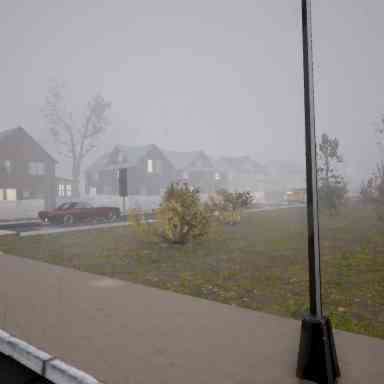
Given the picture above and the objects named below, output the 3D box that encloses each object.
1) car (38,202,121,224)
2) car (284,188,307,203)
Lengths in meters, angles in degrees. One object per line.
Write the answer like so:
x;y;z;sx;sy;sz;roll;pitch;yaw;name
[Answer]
-6.740;1.252;20.469;1.895;1.301;4.718;-2;-1;43;car
13.949;0.593;42.280;1.882;1.535;5.008;-2;-1;44;car
